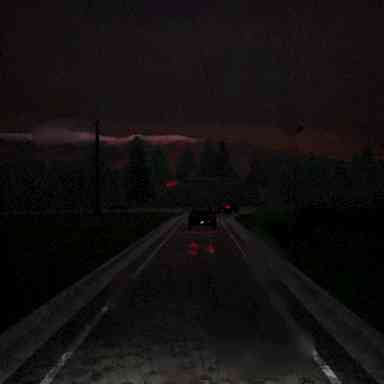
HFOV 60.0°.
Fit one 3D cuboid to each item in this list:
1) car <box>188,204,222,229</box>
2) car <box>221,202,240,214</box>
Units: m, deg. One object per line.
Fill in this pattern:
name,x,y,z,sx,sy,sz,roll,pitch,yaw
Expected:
car,0.756,1.766,23.773,2.128,1.511,4.902,0,-1,2
car,4.568,2.003,41.707,1.812,1.442,4.674,0,-1,25
